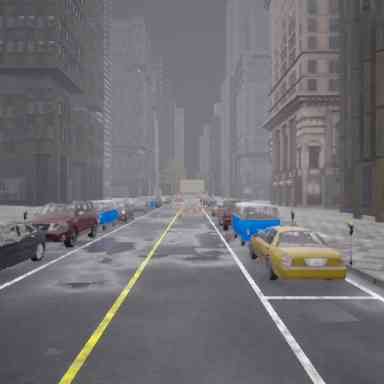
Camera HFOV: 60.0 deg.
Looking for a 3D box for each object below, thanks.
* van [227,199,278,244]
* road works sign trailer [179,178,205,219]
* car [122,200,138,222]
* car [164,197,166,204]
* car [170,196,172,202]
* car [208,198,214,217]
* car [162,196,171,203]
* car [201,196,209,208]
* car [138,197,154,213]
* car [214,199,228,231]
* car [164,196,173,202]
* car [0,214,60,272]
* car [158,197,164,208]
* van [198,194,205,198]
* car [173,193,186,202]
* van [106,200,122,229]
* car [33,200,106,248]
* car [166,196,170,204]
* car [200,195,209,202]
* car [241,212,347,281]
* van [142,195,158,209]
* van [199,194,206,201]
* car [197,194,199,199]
[{"bbox_3d":[2.769,1.362,15.088,1.690,1.788,3.998,0,0,0],"label":"van"},{"bbox_3d":[0.000,0.512,29.701,2.380,3.560,2.880,0,0,0],"label":"road works sign trailer"},{"bbox_3d":[-5.764,1.481,26.150,1.967,1.590,4.097,0,0,0],"label":"car"},{"bbox_3d":[-5.770,1.637,53.778,1.887,1.381,4.507,0,0,0],"label":"car"},{"bbox_3d":[-5.773,1.669,70.354,1.887,1.381,4.507,0,0,0],"label":"car"},{"bbox_3d":[2.771,1.577,31.832,1.752,1.417,4.829,0,0,0],"label":"car"},{"bbox_3d":[-5.775,1.679,75.879,1.887,1.381,4.507,0,0,0],"label":"car"},{"bbox_3d":[2.774,1.633,48.237,2.008,1.369,4.403,0,0,0],"label":"car"},{"bbox_3d":[-5.766,1.612,37.201,2.008,1.369,4.403,0,0,0],"label":"car"},{"bbox_3d":[2.770,1.346,20.613,2.192,1.841,5.009,0,0,0],"label":"car"},{"bbox_3d":[-5.776,1.691,81.405,1.887,1.381,4.507,0,0,0],"label":"car"},{"bbox_3d":[-5.760,1.563,9.575,2.008,1.369,4.403,0,0,0],"label":"car"},{"bbox_3d":[-5.768,1.397,48.253,2.192,1.841,5.009,0,0,0],"label":"car"},{"bbox_3d":[2.778,1.465,70.337,1.690,1.788,3.998,0,0,0],"label":"van"},{"bbox_3d":[-2.999,1.446,75.969,2.097,1.767,4.553,0,0,0],"label":"car"},{"bbox_3d":[-5.762,1.372,20.626,1.690,1.788,3.998,0,0,0],"label":"van"},{"bbox_3d":[-5.761,1.336,15.100,2.192,1.841,5.009,0,0,0],"label":"car"},{"bbox_3d":[-5.772,1.639,64.659,1.752,1.417,4.829,0,0,0],"label":"car"},{"bbox_3d":[2.775,1.685,59.287,1.802,1.307,4.206,0,0,0],"label":"car"},{"bbox_3d":[2.767,1.538,9.733,1.752,1.417,4.829,0,0,0],"label":"car"},{"bbox_3d":[-5.767,1.413,42.727,1.690,1.788,3.998,0,0,0],"label":"van"},{"bbox_3d":[2.781,1.499,86.912,1.690,1.788,3.998,0,0,0],"label":"van"},{"bbox_3d":[2.779,1.691,81.386,1.887,1.381,4.507,0,0,0],"label":"car"}]
